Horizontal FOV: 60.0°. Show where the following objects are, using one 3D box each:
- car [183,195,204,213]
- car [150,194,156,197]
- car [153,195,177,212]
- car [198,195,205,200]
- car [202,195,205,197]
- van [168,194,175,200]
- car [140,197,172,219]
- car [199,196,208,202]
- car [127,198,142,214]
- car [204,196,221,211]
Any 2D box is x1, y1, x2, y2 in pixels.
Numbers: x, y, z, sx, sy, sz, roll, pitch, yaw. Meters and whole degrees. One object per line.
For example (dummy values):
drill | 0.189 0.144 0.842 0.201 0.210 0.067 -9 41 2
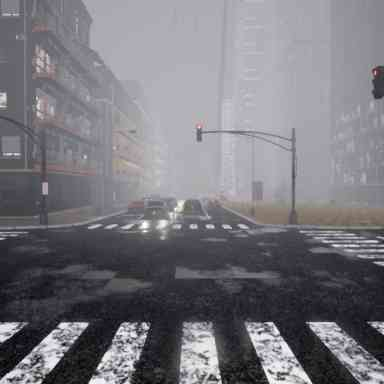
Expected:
car | 0.073 1.473 36.992 1.882 1.535 5.008 0 0 0
car | -5.713 1.436 41.060 1.967 1.590 4.097 -1 0 0
car | -3.106 1.473 38.928 1.882 1.535 5.008 0 0 0
car | 2.621 1.535 92.131 1.752 1.417 4.829 -1 0 0
car | 2.630 1.551 63.716 2.008 1.369 4.403 -1 0 0
van | -5.728 1.350 91.900 1.690 1.788 3.998 -1 0 0
car | -3.106 1.501 29.382 1.837 1.490 4.892 0 0 0
car | 2.627 1.548 75.014 1.887 1.381 4.507 -1 0 0
car | -5.710 1.540 35.411 1.887 1.381 4.507 -1 0 0
car | 2.635 1.540 41.120 1.887 1.381 4.507 -1 0 0
